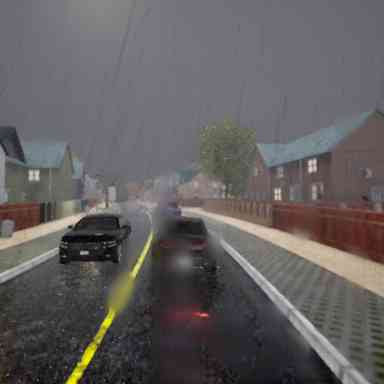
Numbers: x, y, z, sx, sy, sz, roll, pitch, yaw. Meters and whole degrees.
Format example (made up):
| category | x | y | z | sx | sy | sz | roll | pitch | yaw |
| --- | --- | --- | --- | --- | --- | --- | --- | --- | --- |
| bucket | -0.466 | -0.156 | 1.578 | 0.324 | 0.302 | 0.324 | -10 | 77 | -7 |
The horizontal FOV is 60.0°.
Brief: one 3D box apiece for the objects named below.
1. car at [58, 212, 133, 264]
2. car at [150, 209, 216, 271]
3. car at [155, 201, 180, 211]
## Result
| category | x | y | z | sx | sy | sz | roll | pitch | yaw |
| --- | --- | --- | --- | --- | --- | --- | --- | --- | --- |
| car | -3.339 | 1.543 | 12.295 | 1.882 | 1.535 | 5.008 | 0 | 0 | -4 |
| car | -0.328 | 1.566 | 11.089 | 1.837 | 1.490 | 4.892 | 0 | 0 | -3 |
| car | -2.142 | 1.555 | 29.382 | 2.097 | 1.767 | 4.553 | 0 | -1 | -8 |
